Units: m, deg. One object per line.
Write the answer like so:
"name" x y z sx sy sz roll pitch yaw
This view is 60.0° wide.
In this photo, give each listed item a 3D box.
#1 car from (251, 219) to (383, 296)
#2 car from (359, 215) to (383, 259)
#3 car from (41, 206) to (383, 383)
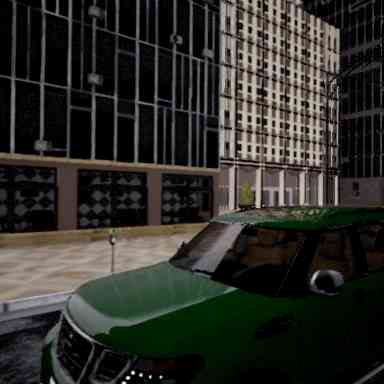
"car" 3.888 1.607 9.330 4.313 1.339 1.947 0 0 -36
"car" 8.479 1.616 12.611 4.403 1.369 2.008 0 0 -36
"car" 1.179 1.238 4.220 5.566 2.045 2.150 0 0 -36
